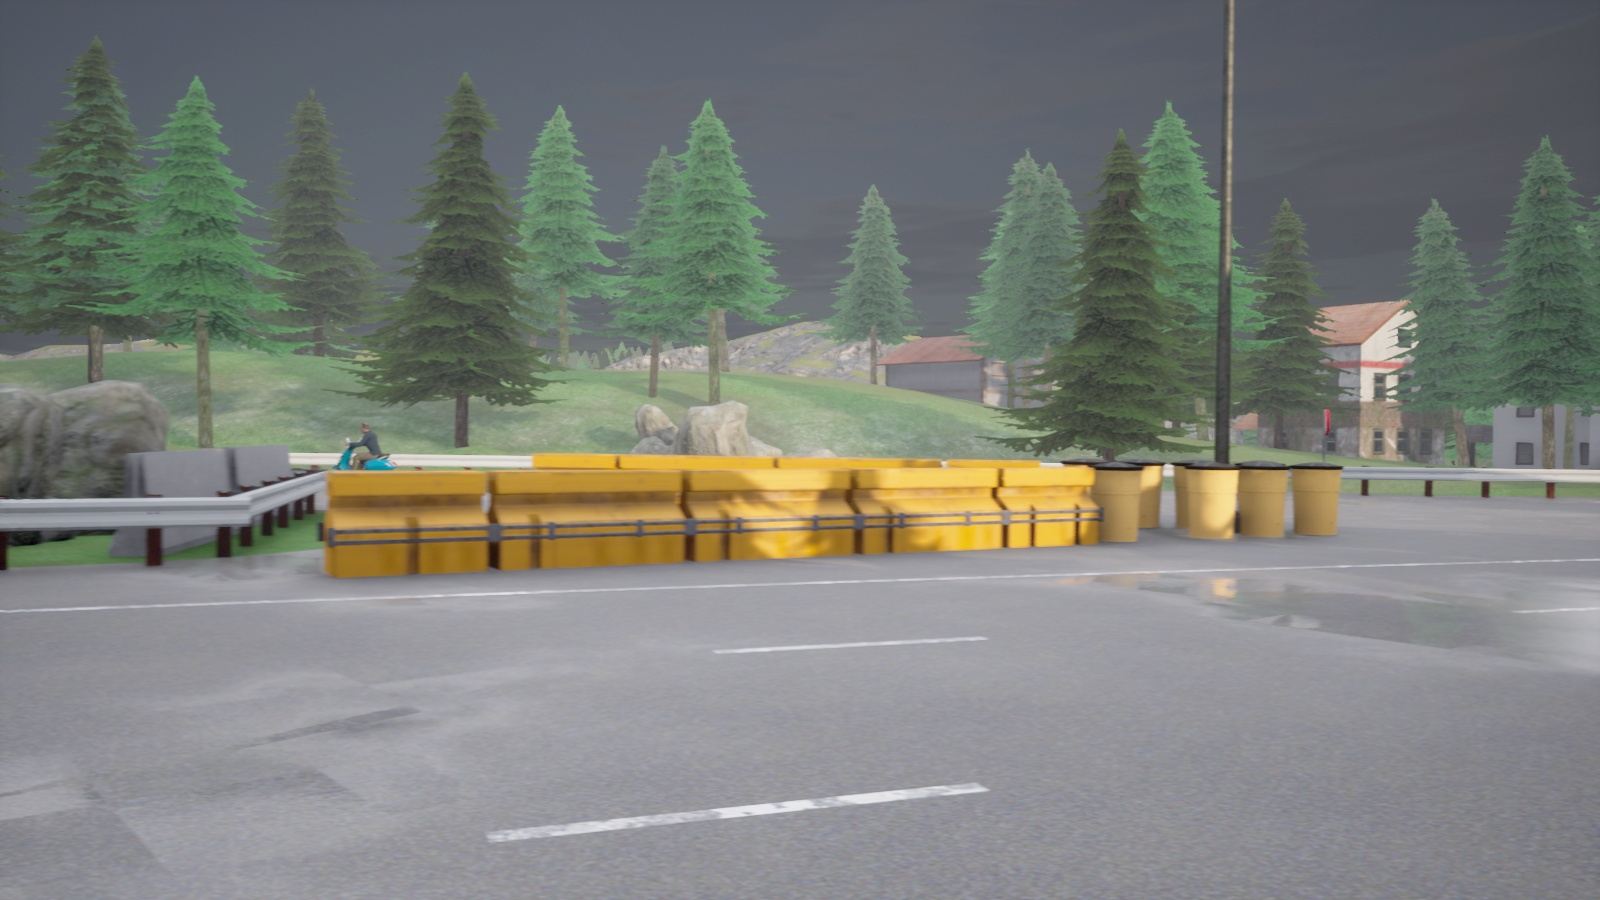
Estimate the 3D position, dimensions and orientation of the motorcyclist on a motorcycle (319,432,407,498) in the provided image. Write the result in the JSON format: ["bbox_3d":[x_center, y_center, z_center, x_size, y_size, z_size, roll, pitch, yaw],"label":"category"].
[{"bbox_3d":[-10.707,0.364,30.784,1.817,1.590,0.866,-1,1,5],"label":"motorcyclist on a motorcycle"}]
